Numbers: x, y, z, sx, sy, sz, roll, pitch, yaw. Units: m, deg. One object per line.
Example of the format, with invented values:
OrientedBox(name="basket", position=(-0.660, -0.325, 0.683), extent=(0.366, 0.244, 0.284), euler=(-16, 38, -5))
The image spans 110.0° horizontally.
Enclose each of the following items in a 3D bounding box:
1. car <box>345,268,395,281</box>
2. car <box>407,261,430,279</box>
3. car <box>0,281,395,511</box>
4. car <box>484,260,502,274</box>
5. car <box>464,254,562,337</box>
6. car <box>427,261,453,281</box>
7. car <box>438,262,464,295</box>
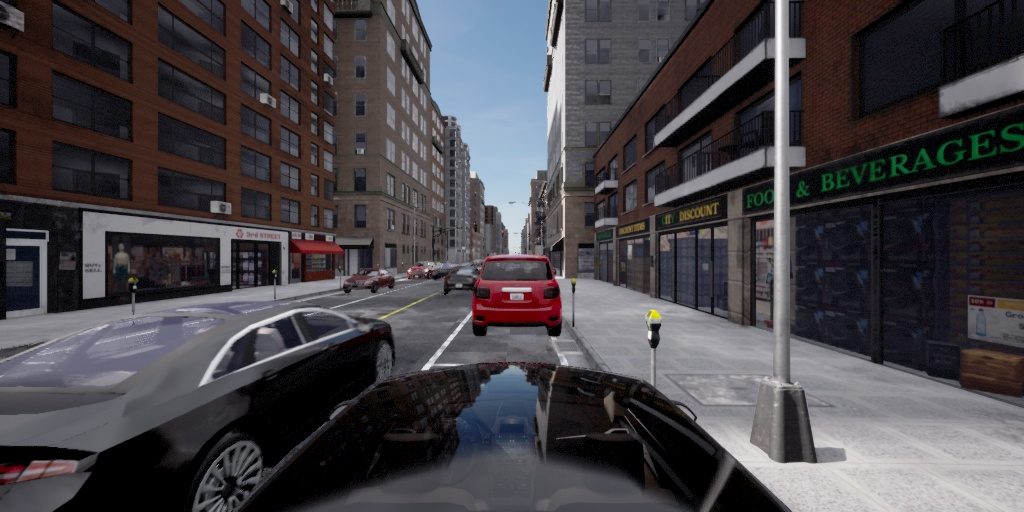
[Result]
OrientedBox(name="car", position=(-8.025, 1.332, 20.504), extent=(1.802, 1.307, 4.207), euler=(0, 0, 1))
OrientedBox(name="car", position=(-7.815, 1.190, 31.540), extent=(1.967, 1.591, 4.097), euler=(0, 0, 1))
OrientedBox(name="car", position=(-2.851, 1.240, 3.938), extent=(2.128, 1.511, 4.902), euler=(0, 0, 1))
OrientedBox(name="car", position=(-2.202, 1.276, 43.256), extent=(1.812, 1.442, 4.674), euler=(0, 0, 1))
OrientedBox(name="car", position=(0.156, 0.978, 10.490), extent=(2.150, 2.045, 5.566), euler=(0, 0, 1))
OrientedBox(name="car", position=(-5.294, 1.297, 30.410), extent=(2.033, 1.411, 5.357), euler=(0, 0, 1))
OrientedBox(name="car", position=(-2.550, 1.275, 19.809), extent=(1.812, 1.442, 4.674), euler=(0, 0, 1))
